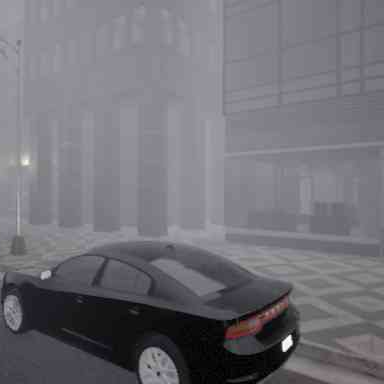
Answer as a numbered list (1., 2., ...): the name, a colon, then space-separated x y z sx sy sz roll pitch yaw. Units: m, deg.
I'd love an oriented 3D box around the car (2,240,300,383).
1. car: -0.981 1.489 5.067 5.008 1.535 1.882 0 0 36
